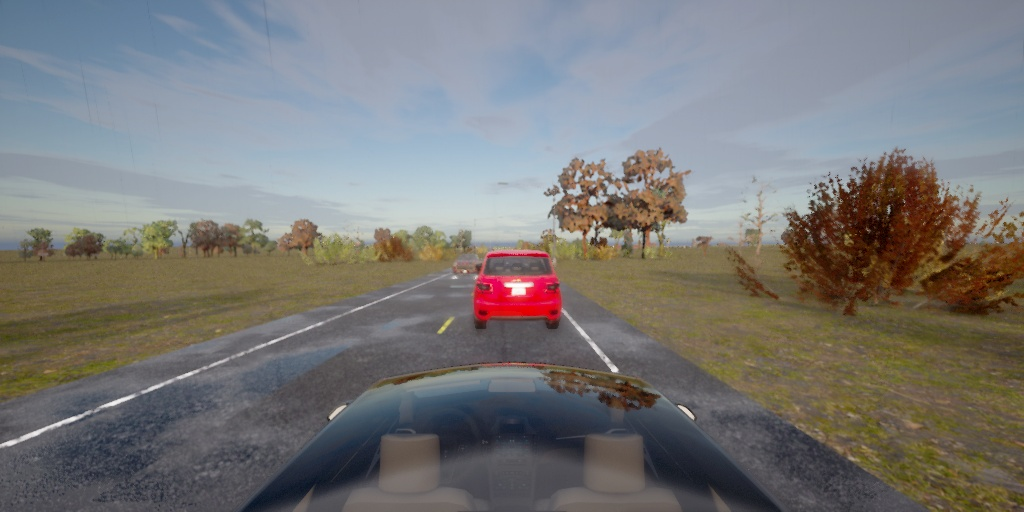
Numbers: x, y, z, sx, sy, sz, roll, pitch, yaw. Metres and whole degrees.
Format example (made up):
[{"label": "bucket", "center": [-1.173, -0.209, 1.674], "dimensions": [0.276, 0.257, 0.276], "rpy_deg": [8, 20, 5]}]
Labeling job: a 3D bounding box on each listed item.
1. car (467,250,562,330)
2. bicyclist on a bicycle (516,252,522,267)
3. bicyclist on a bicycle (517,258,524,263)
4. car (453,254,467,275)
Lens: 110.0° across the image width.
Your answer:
[{"label": "car", "center": [0.077, 0.823, 10.671], "dimensions": [2.150, 2.045, 5.566], "rpy_deg": [0, 1, -2]}, {"label": "bicyclist on a bicycle", "center": [0.819, 0.413, 43.810], "dimensions": [0.659, 1.776, 1.843], "rpy_deg": [0, 1, 0]}, {"label": "bicyclist on a bicycle", "center": [0.851, 0.564, 34.810], "dimensions": [0.659, 1.776, 1.843], "rpy_deg": [0, 1, 0]}, {"label": "car", "center": [-3.695, 0.621, 30.317], "dimensions": [2.097, 1.767, 4.553], "rpy_deg": [0, 1, 0]}]
